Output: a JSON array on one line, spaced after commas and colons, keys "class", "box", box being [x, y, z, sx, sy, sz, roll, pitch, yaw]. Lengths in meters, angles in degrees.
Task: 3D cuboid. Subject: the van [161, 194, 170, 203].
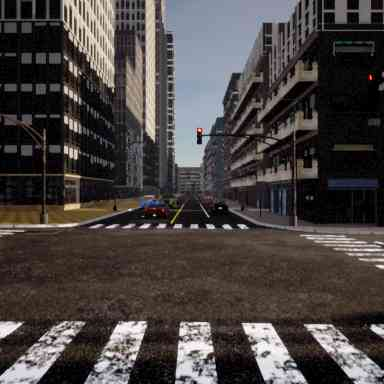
[{"class": "van", "box": [-5.671, 1.355, 72.022, 1.690, 1.788, 3.998, 0, 0, 0]}]

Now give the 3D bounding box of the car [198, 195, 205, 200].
[{"class": "car", "box": [2.717, 1.590, 94.637, 1.947, 1.339, 4.313, 0, 0, 0]}]

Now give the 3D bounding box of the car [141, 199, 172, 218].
[{"class": "car", "box": [-3.093, 1.603, 29.586, 1.895, 1.301, 4.718, 0, 0, 0]}]

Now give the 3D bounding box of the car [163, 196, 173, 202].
[{"class": "car", "box": [-5.668, 1.567, 77.676, 2.008, 1.369, 4.403, 0, 0, 0]}]

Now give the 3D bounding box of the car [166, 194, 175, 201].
[{"class": "car", "box": [-5.665, 1.336, 88.986, 2.192, 1.841, 5.009, 0, 0, 0]}]

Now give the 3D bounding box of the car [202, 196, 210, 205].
[{"class": "car", "box": [2.701, 1.549, 43.749, 1.887, 1.381, 4.507, 0, 0, 0]}]

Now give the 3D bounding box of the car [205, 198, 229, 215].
[{"class": "car", "box": [2.699, 1.568, 33.782, 1.947, 1.339, 4.313, 0, 0, 0]}]

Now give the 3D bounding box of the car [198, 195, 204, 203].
[{"class": "car", "box": [2.707, 1.560, 60.712, 2.008, 1.369, 4.403, 0, 0, 0]}]

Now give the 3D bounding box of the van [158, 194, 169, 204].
[{"class": "van", "box": [-5.673, 1.353, 66.367, 1.690, 1.788, 3.998, 0, 0, 0]}]

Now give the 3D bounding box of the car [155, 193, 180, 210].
[{"class": "car", "box": [-3.091, 1.224, 43.335, 2.150, 2.045, 5.566, 0, 0, 0]}]

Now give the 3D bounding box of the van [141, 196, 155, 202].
[{"class": "van", "box": [-5.680, 1.346, 43.751, 1.690, 1.788, 3.998, 0, 0, 0]}]

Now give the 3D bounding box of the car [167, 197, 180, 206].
[{"class": "car", "box": [-3.048, 1.572, 56.542, 1.994, 1.385, 4.181, 0, 0, 0]}]
